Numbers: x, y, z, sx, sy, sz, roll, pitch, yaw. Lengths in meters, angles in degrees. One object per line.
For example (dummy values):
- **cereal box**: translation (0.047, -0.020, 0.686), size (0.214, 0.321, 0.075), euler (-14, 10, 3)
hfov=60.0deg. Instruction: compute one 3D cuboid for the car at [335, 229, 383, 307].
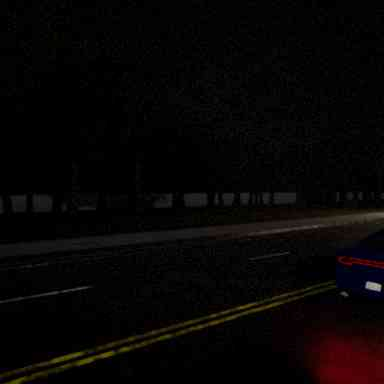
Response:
- **car**: translation (5.091, 1.440, 7.088), size (5.008, 1.535, 1.882), euler (0, 0, -36)
